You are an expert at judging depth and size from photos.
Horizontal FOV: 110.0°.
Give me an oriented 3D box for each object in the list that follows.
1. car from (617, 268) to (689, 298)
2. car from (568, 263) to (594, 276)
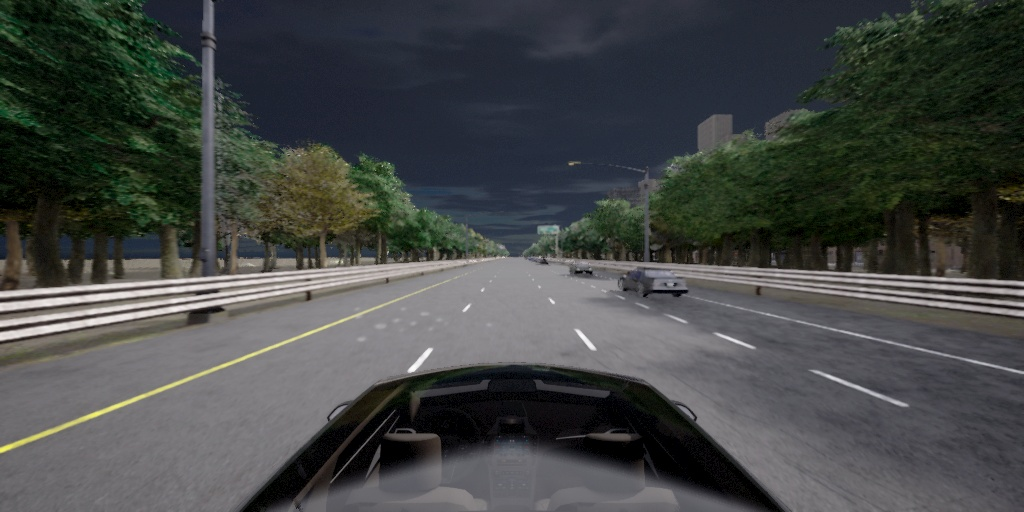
[{"bbox_3d":[7.019,1.303,18.387,2.033,1.411,5.357,0,0,0],"label":"car"},{"bbox_3d":[7.077,1.370,37.317,1.895,1.301,4.718,0,0,0],"label":"car"}]
